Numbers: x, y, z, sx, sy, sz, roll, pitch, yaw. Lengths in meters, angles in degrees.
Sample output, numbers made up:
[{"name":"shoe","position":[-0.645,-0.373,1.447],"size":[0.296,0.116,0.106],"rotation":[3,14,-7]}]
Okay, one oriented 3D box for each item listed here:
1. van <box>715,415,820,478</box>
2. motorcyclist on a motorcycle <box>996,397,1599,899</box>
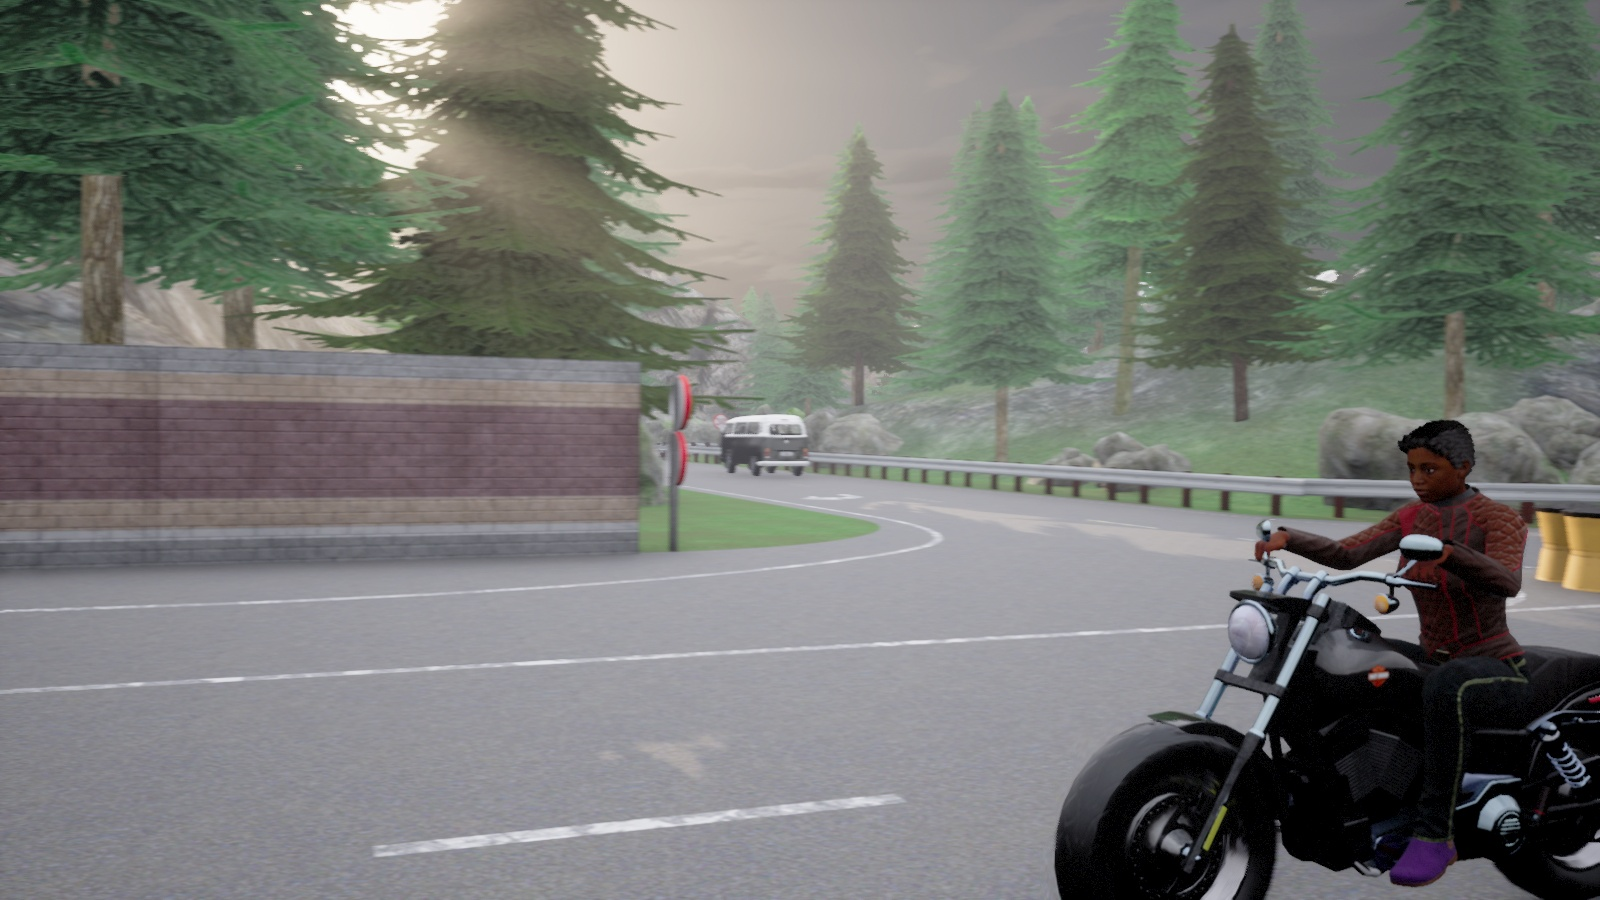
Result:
[{"name":"van","position":[-1.181,-0.144,42.959],"size":[2.069,2.038,4.480],"rotation":[-1,1,-23]},{"name":"motorcyclist on a motorcycle","position":[1.848,0.671,3.940],"size":[2.350,1.649,0.766],"rotation":[-1,1,-21]}]
